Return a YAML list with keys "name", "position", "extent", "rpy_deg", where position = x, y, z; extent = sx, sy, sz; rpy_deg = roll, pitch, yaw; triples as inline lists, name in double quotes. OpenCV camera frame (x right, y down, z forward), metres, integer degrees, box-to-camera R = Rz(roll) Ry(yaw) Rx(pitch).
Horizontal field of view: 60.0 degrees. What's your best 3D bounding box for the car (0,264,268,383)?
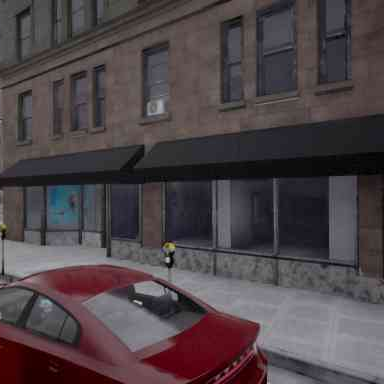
- name: "car"
  position: [-1.396, 1.545, 3.861]
  extent: [4.507, 1.381, 1.887]
  rpy_deg: [0, 0, 36]
